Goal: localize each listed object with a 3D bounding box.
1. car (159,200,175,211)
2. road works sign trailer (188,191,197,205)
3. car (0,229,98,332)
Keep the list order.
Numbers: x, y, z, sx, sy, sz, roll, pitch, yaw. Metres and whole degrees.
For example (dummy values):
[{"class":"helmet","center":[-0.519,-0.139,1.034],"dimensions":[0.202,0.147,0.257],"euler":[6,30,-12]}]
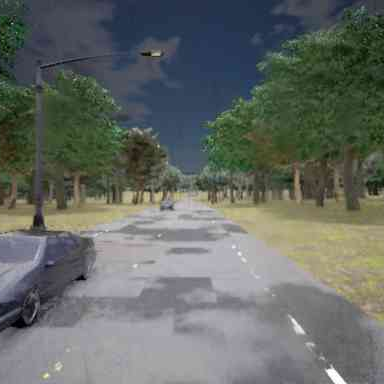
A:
[{"class":"car","center":[-3.569,1.903,48.052],"dimensions":[1.837,1.490,4.892],"euler":[0,0,0]},{"class":"road works sign trailer","center":[0.087,1.601,85.337],"dimensions":[2.380,3.560,2.880],"euler":[0,-2,-2]},{"class":"car","center":[-3.596,1.572,7.270],"dimensions":[2.033,1.411,5.357],"euler":[0,0,0]}]
